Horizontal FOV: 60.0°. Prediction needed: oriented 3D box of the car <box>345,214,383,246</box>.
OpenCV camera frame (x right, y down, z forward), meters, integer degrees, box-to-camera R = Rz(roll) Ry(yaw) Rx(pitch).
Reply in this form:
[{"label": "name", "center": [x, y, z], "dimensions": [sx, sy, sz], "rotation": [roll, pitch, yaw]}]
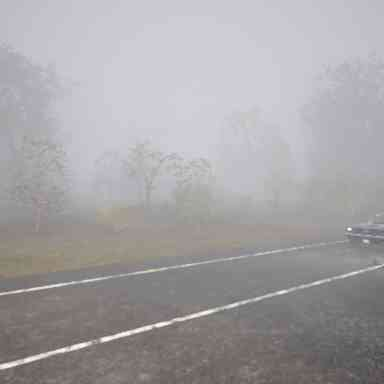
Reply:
[{"label": "car", "center": [8.638, 1.602, 14.209], "dimensions": [4.718, 1.301, 1.895], "rotation": [0, 0, -33]}]
